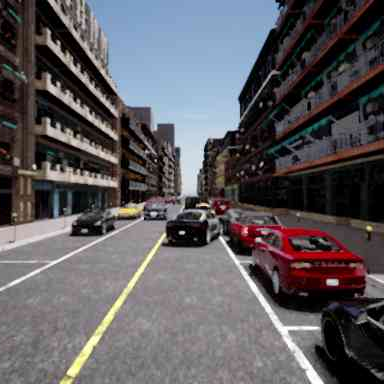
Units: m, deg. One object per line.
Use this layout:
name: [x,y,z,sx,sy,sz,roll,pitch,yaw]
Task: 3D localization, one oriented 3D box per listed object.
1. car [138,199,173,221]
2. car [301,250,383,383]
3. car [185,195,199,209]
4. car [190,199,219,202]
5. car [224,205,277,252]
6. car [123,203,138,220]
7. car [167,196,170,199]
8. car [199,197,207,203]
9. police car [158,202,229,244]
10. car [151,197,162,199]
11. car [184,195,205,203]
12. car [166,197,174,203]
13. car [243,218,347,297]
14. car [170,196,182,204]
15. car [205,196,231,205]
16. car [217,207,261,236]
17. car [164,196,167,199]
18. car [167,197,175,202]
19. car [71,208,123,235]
car: [-3.128,1.688,29.558,2.128,1.511,4.902,0,0,0]
car: [2.687,1.587,2.953,1.947,1.339,4.313,0,0,0]
car: [-0.053,1.565,52.766,2.150,2.045,5.566,0,0,0]
car: [0.873,1.632,26.548,1.801,1.575,5.366,0,0,0]
car: [2.677,1.536,14.226,1.967,1.590,4.097,0,0,0]
car: [-5.721,1.730,30.959,1.752,1.417,4.829,0,0,0]
car: [-5.769,1.839,81.858,2.192,1.841,5.009,0,0,0]
car: [2.610,2.051,82.031,1.752,1.417,4.829,0,0,0]
police car: [0.280,1.537,16.645,1.930,1.638,5.238,0,0,16]
car: [-5.737,1.754,48.040,1.967,1.590,4.097,0,0,0]
car: [0.544,1.433,32.346,2.150,2.045,5.566,0,0,-3]
car: [-5.776,1.999,87.493,1.967,1.590,4.097,0,0,0]
car: [2.682,1.603,8.589,1.887,1.381,4.507,0,0,0]
car: [-3.071,1.940,69.961,1.837,1.490,4.892,0,0,0]
car: [2.661,1.521,31.136,2.192,1.841,5.009,0,0,0]
car: [2.671,1.684,19.861,2.008,1.369,4.403,0,0,0]
car: [-5.742,1.664,53.677,2.192,1.841,5.009,0,0,0]
car: [-5.781,2.138,93.129,1.887,1.381,4.507,0,0,0]
car: [-5.710,1.699,19.856,1.947,1.339,4.313,0,0,0]
